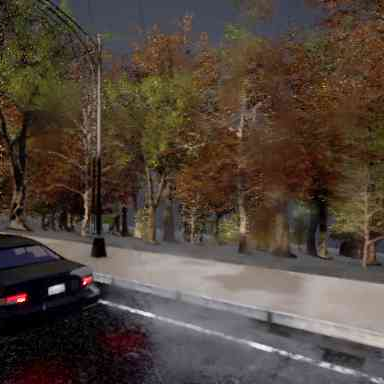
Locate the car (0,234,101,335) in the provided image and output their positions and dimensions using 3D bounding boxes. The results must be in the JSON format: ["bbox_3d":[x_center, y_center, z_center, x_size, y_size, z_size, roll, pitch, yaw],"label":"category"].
[{"bbox_3d":[-4.158,1.576,6.650,5.357,1.411,2.033,0,0,36],"label":"car"}]
